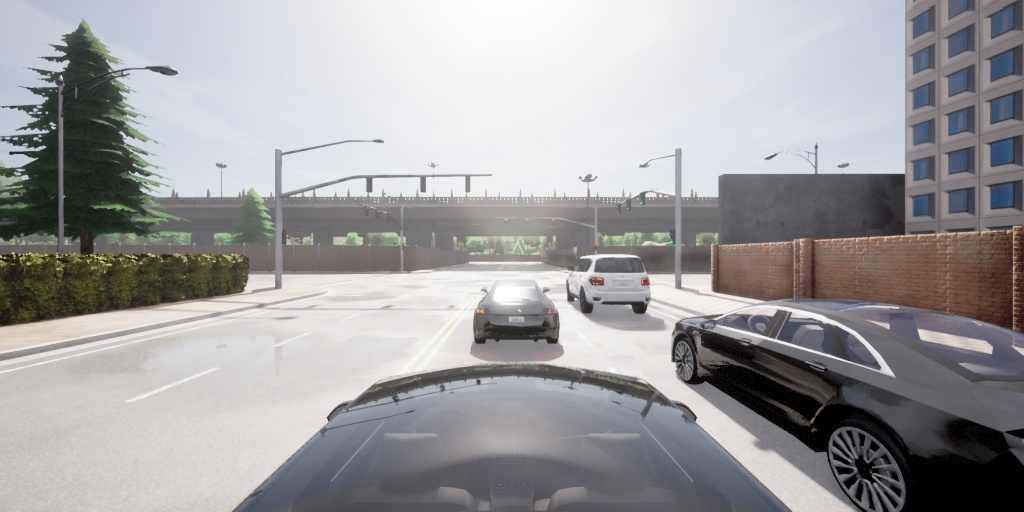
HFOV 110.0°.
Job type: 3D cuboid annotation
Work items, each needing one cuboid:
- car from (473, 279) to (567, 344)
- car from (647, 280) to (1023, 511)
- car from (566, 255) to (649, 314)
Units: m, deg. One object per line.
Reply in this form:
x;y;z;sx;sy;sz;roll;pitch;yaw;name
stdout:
0.096;1.314;9.611;1.994;1.385;4.181;0;0;0;car
3.596;1.242;4.150;2.128;1.511;4.902;0;0;0;car
3.493;0.971;13.955;2.150;2.045;5.566;0;0;0;car
